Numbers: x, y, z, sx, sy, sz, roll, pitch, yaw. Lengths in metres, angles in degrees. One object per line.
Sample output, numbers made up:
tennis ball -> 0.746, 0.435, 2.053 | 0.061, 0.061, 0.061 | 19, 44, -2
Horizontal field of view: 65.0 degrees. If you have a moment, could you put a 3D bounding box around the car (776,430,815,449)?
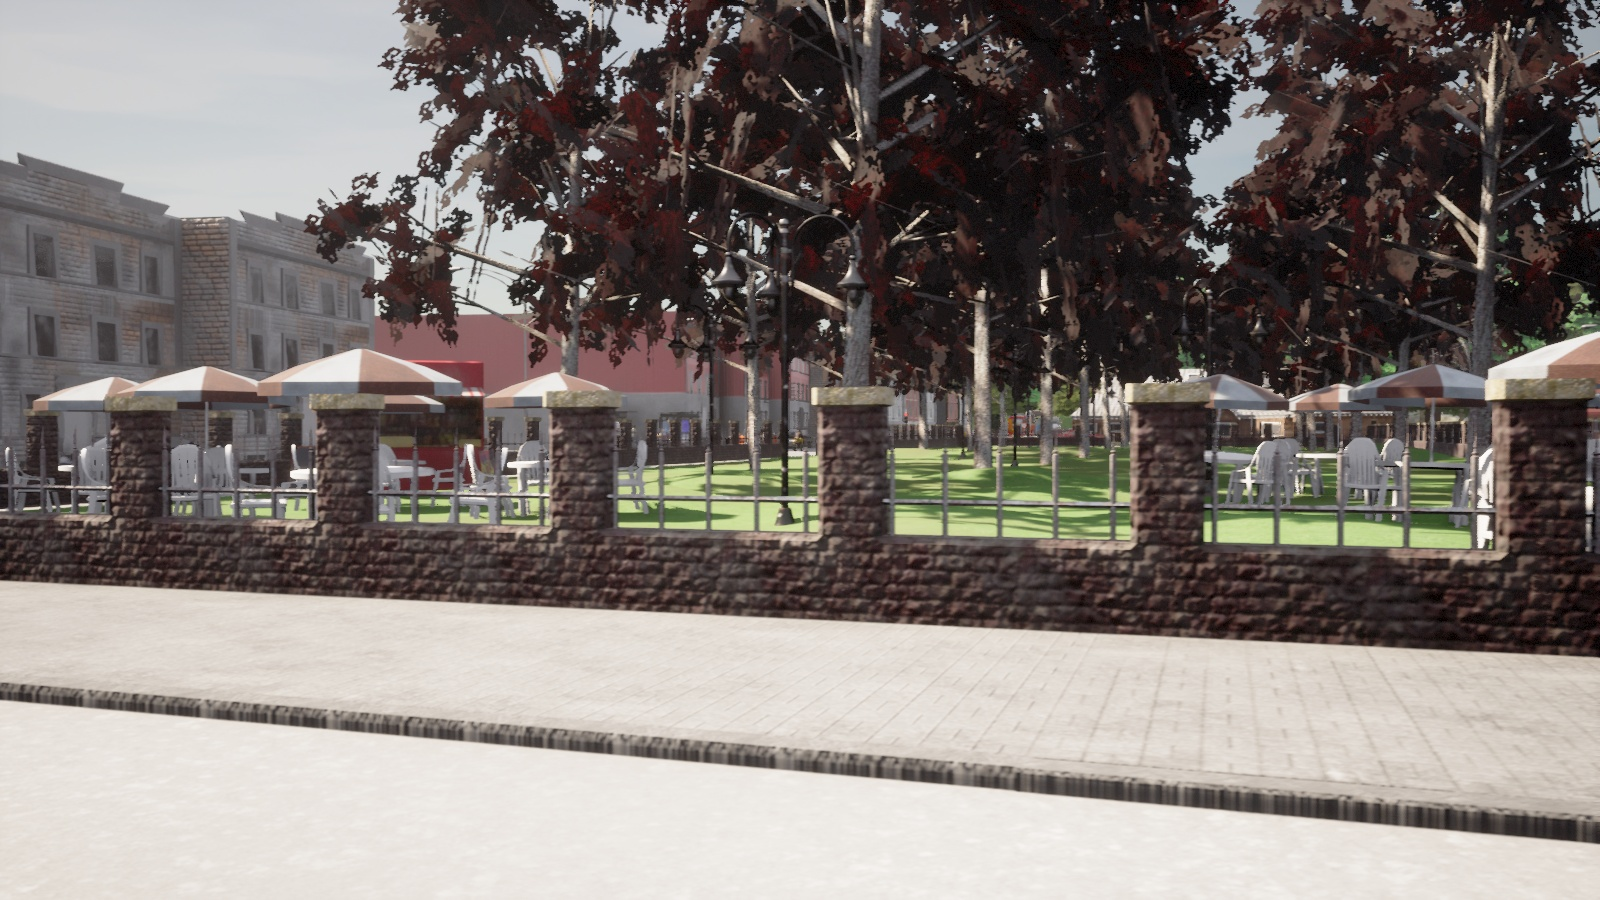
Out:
car -> -0.349, -0.851, 98.415 | 1.970, 1.475, 3.806 | 1, 1, 18

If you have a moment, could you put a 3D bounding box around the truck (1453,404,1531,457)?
truck -> 47.554, -1.326, 86.512 | 2.891, 3.462, 7.936 | 1, 1, 15

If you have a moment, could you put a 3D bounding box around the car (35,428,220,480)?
car -> -20.389, 0.070, 38.333 | 2.163, 1.488, 4.792 | 1, 1, 18
